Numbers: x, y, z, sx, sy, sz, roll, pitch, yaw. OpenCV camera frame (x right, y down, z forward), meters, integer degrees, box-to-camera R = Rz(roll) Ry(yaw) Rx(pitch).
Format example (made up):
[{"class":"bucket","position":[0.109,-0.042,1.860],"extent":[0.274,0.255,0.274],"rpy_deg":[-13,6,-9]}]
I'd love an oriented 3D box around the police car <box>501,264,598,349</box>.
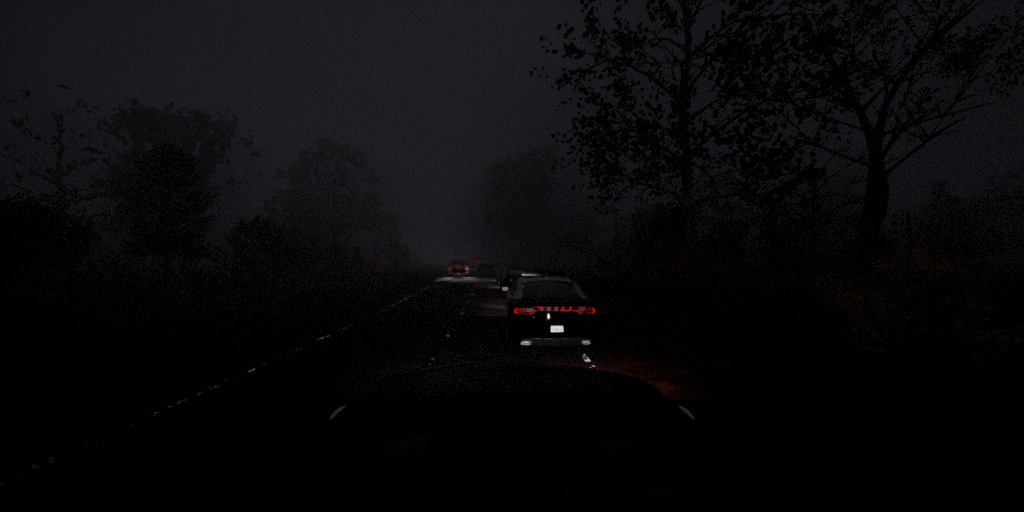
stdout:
[{"class":"police car","position":[0.774,1.175,9.352],"extent":[1.930,1.638,5.238],"rpy_deg":[0,0,-2]}]

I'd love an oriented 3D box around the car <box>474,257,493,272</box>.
[{"class":"car","position":[-3.581,1.223,47.117],"extent":[1.882,1.535,5.008],"rpy_deg":[0,0,-9]}]

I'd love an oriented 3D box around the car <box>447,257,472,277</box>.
[{"class":"car","position":[-5.191,1.100,35.201],"extent":[2.097,1.767,4.553],"rpy_deg":[0,0,-7]}]

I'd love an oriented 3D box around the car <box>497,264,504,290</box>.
[{"class":"car","position":[0.312,1.275,19.311],"extent":[1.812,1.442,4.674],"rpy_deg":[0,0,-4]}]

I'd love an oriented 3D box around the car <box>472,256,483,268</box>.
[{"class":"car","position":[-5.994,0.965,60.674],"extent":[2.150,2.045,5.566],"rpy_deg":[0,0,-12]}]
